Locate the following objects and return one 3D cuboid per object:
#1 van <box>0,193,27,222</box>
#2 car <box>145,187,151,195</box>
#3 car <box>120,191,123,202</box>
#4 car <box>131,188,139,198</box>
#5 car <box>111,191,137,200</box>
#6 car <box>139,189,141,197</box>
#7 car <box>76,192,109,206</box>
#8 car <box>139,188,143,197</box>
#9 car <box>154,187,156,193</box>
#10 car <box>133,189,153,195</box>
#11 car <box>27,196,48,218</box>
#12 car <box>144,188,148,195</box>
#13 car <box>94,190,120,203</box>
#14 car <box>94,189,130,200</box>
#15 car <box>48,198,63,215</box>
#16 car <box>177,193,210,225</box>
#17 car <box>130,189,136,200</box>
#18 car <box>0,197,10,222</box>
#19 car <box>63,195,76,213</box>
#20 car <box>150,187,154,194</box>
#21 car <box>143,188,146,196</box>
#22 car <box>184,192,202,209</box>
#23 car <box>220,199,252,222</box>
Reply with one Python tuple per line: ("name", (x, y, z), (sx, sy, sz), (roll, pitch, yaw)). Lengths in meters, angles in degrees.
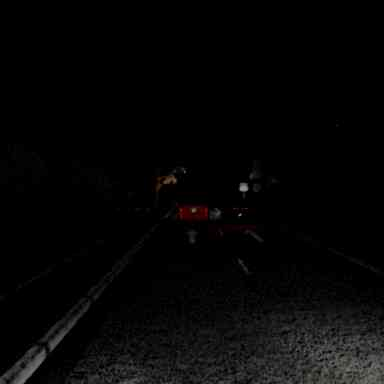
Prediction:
("van", (-13.957, 1.058, 22.506), (4.442, 1.987, 1.878), (-1, 1, -20))
("car", (-13.751, 0.249, 85.570), (4.792, 1.488, 2.163), (-1, 1, -20))
("car", (-13.817, 0.981, 52.536), (4.674, 1.452, 2.002), (-1, 1, -20))
("car", (-13.829, 0.490, 64.530), (5.566, 2.045, 2.435), (-1, 1, -20))
("car", (-13.822, 0.707, 67.534), (4.792, 1.488, 2.163), (-1, 2, -20))
("car", (-13.796, 0.653, 70.559), (4.674, 1.452, 2.002), (-1, 1, -20))
("car", (-13.797, 1.078, 43.539), (4.792, 1.488, 2.163), (-1, 0, -20))
("car", (-13.822, 0.412, 73.543), (4.553, 1.767, 2.185), (-1, 1, -20))
("car", (-13.596, 0.055, 91.622), (5.366, 1.575, 1.946), (-1, 1, -20))
("car", (-13.940, -0.011, 94.488), (5.366, 1.575, 1.946), (-1, 2, -20))
("car", (-13.814, 1.123, 25.542), (4.553, 1.767, 2.185), (-1, 1, -20))
("car", (-13.776, 0.383, 79.555), (5.008, 1.535, 2.097), (-1, 2, -20))
("car", (-13.988, 0.980, 49.463), (5.366, 1.575, 1.946), (-1, 1, -20))
("car", (-13.787, 0.649, 55.551), (5.566, 2.045, 2.435), (-1, 1, -20))
("car", (-13.834, 1.256, 28.516), (4.674, 1.452, 2.002), (-1, 1, -20))
("car", (0.110, 1.137, 22.505), (2.097, 1.767, 4.553), (0, 0, 0))
("car", (-13.631, 0.792, 61.608), (5.366, 1.575, 1.946), (-1, 1, -20))
("car", (-13.843, 1.316, 19.569), (4.892, 1.521, 2.231), (-1, 1, -20))
("car", (-13.810, 1.212, 31.534), (4.792, 1.488, 2.163), (-1, 0, -20))
("car", (-13.753, -0.111, 88.565), (5.566, 2.045, 2.435), (-1, 1, -20))
("car", (-13.789, 0.502, 76.557), (4.674, 1.452, 2.002), (-1, 1, -20))
("car", (0.118, 0.954, 39.305), (2.097, 1.767, 4.553), (0, 1, 0))
("car", (3.111, 1.262, 23.972), (2.128, 1.511, 4.902), (0, 1, 0))
